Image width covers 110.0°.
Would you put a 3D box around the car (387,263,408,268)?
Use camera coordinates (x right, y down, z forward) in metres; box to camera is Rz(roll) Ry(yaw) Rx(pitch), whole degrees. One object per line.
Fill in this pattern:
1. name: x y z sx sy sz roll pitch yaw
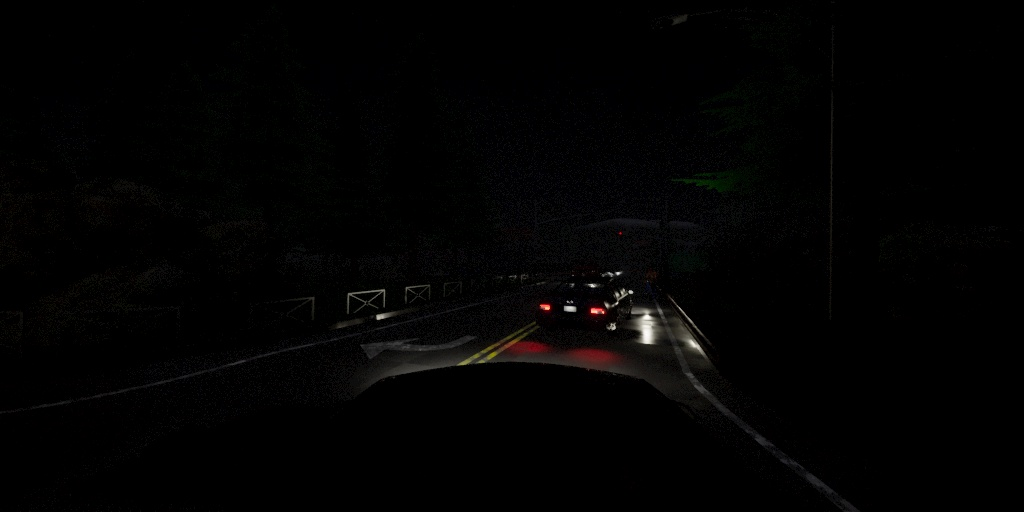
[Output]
1. car: -14.727 1.622 48.159 4.181 1.385 1.994 1 -1 20

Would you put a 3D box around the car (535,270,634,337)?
1. car: 2.313 1.276 10.289 2.033 1.411 5.357 1 -1 24

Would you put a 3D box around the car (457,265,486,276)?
1. car: -5.331 1.756 44.752 4.181 1.385 1.994 1 -1 20

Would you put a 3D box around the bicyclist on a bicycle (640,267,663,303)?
1. bicyclist on a bicycle: 6.444 1.340 16.492 1.656 1.620 0.582 1 -1 -31

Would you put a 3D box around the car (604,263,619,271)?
1. car: 15.234 2.122 56.689 2.033 1.411 5.357 1 -1 20

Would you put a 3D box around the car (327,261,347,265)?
1. car: -24.494 1.470 51.998 5.357 1.411 2.033 1 -1 23

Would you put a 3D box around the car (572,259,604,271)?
1. car: 6.999 1.337 33.491 2.150 2.045 5.566 1 -1 19

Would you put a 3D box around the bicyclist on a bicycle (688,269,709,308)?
1. bicyclist on a bicycle: 7.888 1.353 15.108 1.656 1.620 0.582 1 -1 -34
